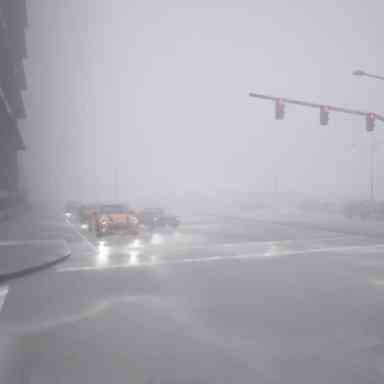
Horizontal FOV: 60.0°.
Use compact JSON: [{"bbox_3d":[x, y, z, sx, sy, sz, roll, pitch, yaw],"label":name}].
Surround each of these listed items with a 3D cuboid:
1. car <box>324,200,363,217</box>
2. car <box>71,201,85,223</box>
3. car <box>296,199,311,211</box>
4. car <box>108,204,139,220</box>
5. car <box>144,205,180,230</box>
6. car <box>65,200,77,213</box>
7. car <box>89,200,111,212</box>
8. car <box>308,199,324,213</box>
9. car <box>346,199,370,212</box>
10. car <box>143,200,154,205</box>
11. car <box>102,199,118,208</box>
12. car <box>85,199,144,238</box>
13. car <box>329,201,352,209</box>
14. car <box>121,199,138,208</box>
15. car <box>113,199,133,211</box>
[{"bbox_3d":[19.834,2.133,43.553,3.806,1.475,1.970,1,-1,-24],"label":"car"},{"bbox_3d":[-8.373,1.706,27.313,2.033,1.411,5.357,1,-1,-24],"label":"car"},{"bbox_3d":[17.533,1.919,48.636,4.605,1.855,1.932,1,-1,-24],"label":"car"},{"bbox_3d":[-6.651,1.833,32.007,1.895,1.301,4.718,1,-1,-24],"label":"car"},{"bbox_3d":[-2.461,1.781,22.716,1.895,1.301,4.718,1,-1,-24],"label":"car"},{"bbox_3d":[-14.384,1.760,40.687,1.812,1.442,4.674,1,0,-24],"label":"car"},{"bbox_3d":[-12.486,1.853,45.013,2.033,1.411,5.357,1,-1,-24],"label":"car"},{"bbox_3d":[18.663,2.116,46.200,3.905,1.438,1.784,1,-1,-24],"label":"car"},{"bbox_3d":[29.056,2.182,59.807,4.605,1.855,1.932,1,-1,-24],"label":"car"},{"bbox_3d":[-7.054,1.955,50.282,1.812,1.442,4.674,1,-1,-24],"label":"car"},{"bbox_3d":[-14.351,1.929,57.824,1.837,1.490,4.892,1,-1,-24],"label":"car"},{"bbox_3d":[-4.460,1.463,18.637,2.097,1.767,4.553,1,-1,-24],"label":"car"},{"bbox_3d":[27.940,2.409,62.480,3.905,1.438,1.784,1,-1,-24],"label":"car"},{"bbox_3d":[-11.161,2.004,59.262,1.812,1.442,4.674,1,-1,-24],"label":"car"},{"bbox_3d":[-10.179,1.852,48.696,1.882,1.535,5.008,1,-1,-24],"label":"car"}]
